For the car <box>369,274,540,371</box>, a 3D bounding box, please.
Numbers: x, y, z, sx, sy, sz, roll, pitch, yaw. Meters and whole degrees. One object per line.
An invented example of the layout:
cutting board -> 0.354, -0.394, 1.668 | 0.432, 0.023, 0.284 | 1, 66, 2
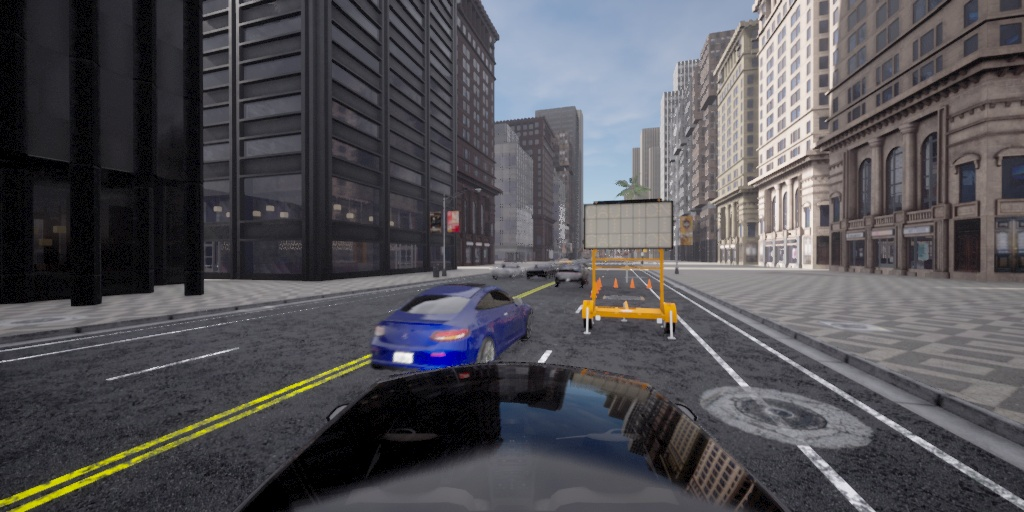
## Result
car -> -0.882, 1.275, 7.273 | 1.812, 1.442, 4.674 | 0, 0, 17

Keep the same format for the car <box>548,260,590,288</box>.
car -> 4.104, 1.242, 24.120 | 2.128, 1.511, 4.902 | 0, 0, 16

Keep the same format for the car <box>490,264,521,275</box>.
car -> -0.384, 1.351, 32.564 | 1.895, 1.301, 4.718 | 0, 0, 16

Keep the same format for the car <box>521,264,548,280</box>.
car -> 2.548, 1.351, 31.018 | 1.895, 1.301, 4.718 | 0, 0, 16

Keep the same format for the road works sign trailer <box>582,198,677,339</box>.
road works sign trailer -> 3.282, 0.213, 10.250 | 2.380, 3.560, 2.880 | 0, 0, 17
